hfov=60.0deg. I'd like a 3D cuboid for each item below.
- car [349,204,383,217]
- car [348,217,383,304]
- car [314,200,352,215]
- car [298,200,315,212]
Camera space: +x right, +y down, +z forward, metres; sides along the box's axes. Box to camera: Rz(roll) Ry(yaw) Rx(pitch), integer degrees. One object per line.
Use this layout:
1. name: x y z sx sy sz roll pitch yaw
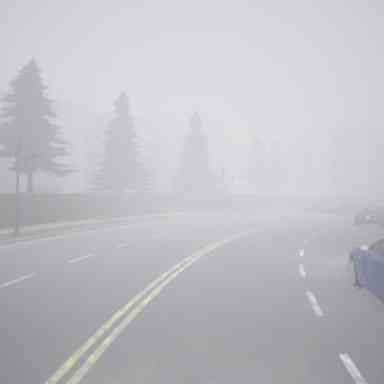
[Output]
1. car: 13.211 1.710 24.032 1.994 1.385 4.181 1 0 40
2. car: 4.493 1.527 6.301 1.882 1.535 5.008 0 0 11
3. car: 16.145 1.726 36.379 5.357 1.411 2.033 1 0 -35
4. car: 15.151 1.714 39.924 5.357 1.411 2.033 1 0 -34
